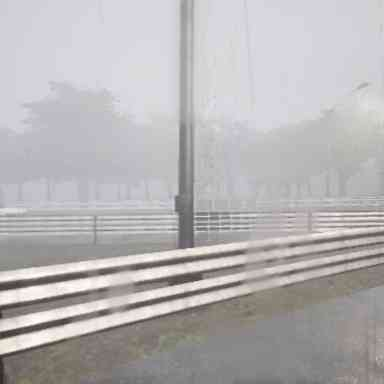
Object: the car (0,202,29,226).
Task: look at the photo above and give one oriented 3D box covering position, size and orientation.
[{"bbox_3d":[-13.237,1.450,21.024,5.566,2.045,2.150,-1,1,-1],"label":"car"}]
